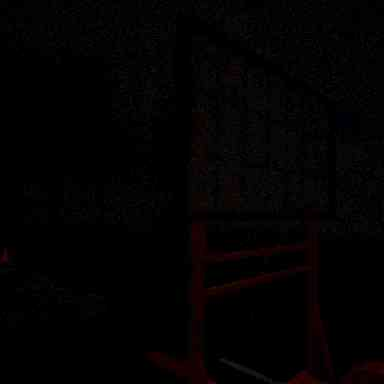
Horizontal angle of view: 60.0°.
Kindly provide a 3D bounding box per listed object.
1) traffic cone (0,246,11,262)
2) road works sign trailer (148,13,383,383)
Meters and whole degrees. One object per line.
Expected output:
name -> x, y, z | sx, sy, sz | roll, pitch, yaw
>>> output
traffic cone -> -7.480, 2.482, 13.378 | 0.340, 0.580, 0.340 | -2, -4, 45
road works sign trailer -> 0.557, 0.641, 3.057 | 2.880, 3.560, 2.380 | -2, -4, 44
